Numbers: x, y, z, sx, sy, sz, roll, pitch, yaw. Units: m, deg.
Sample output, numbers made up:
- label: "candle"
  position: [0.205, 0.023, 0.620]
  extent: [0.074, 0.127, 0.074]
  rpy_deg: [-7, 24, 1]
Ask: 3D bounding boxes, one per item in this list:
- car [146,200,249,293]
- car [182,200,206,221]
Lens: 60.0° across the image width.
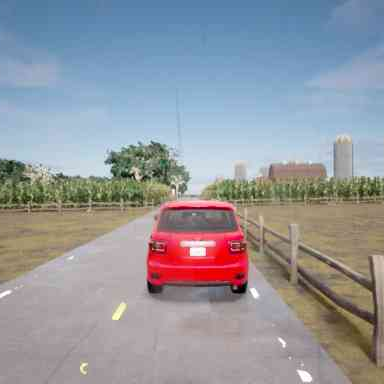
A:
- label: "car"
  position: [0.117, 1.220, 8.959]
  extent: [2.150, 2.045, 5.566]
  rpy_deg: [0, 0, 0]
- label: "car"
  position: [0.161, 1.482, 28.126]
  extent: [1.837, 1.490, 4.892]
  rpy_deg: [0, 0, 0]
